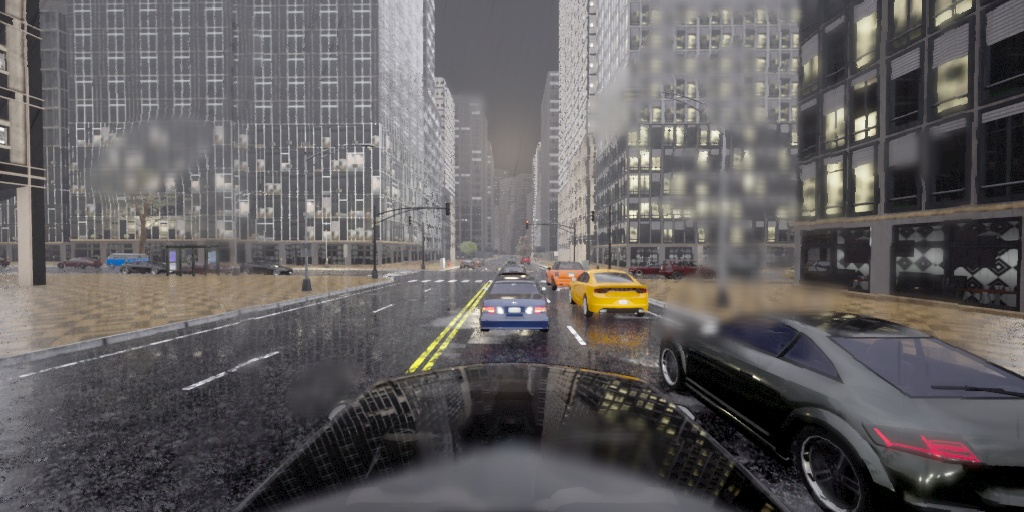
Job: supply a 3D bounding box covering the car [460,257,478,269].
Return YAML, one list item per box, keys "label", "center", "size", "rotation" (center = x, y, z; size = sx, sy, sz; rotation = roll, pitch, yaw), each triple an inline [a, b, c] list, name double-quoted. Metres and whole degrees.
- label: "car"
  center: [-6.679, 1.277, 54.328]
  size: [1.994, 1.385, 4.181]
  rotation: [0, 0, 0]

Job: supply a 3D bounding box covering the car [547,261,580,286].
- label: "car"
  center: [3.316, 1.091, 22.212]
  size: [2.097, 1.767, 4.553]
  rotation: [0, 0, 0]

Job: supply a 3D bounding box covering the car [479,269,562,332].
- label: "car"
  center: [0.086, 1.294, 10.802]
  size: [2.033, 1.411, 5.357]
  rotation: [0, 0, 1]

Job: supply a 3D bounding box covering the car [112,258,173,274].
- label: "car"
  center: [-34.149, 1.068, 33.661]
  size: [4.313, 1.339, 1.948]
  rotation: [0, 0, 1]

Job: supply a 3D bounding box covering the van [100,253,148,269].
- label: "van"
  center: [-45.354, 0.604, 42.303]
  size: [3.998, 1.789, 1.690]
  rotation: [0, 0, 1]

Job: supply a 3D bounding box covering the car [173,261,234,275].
- label: "car"
  center: [-28.468, 1.137, 33.497]
  size: [4.207, 1.307, 1.802]
  rotation: [0, 0, 1]

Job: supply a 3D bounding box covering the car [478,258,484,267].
- label: "car"
  center: [-6.665, 1.053, 64.329]
  size: [2.097, 1.767, 4.553]
  rotation: [0, 0, 0]

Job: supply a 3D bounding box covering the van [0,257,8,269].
- label: "van"
  center: [-51.194, 0.686, 34.031]
  size: [3.998, 1.789, 1.690]
  rotation: [0, 0, 1]

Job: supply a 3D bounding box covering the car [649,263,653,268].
- label: "car"
  center: [15.018, 1.450, 38.737]
  size: [4.718, 1.301, 1.895]
  rotation: [1, 1, 2]

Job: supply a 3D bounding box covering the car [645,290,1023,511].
- label: "car"
  center: [3.341, 1.313, 4.122]
  size: [1.994, 1.385, 4.181]
  rotation: [0, 0, 0]

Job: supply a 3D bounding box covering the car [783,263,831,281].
- label: "car"
  center: [27.591, 1.577, 32.733]
  size: [4.829, 1.417, 1.751]
  rotation: [0, 0, 1]

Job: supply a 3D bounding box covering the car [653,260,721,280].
- label: "car"
  center: [16.142, 1.268, 32.911]
  size: [5.009, 1.841, 2.192]
  rotation: [0, 0, 1]

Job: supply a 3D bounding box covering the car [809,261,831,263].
- label: "car"
  center: [32.662, 1.356, 38.423]
  size: [4.553, 1.767, 2.097]
  rotation: [0, 1, 1]

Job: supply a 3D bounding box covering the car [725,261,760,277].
- label: "car"
  center: [23.914, 1.280, 38.565]
  size: [4.553, 1.767, 2.097]
  rotation: [1, 1, 1]

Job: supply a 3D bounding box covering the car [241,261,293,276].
- label: "car"
  center: [-22.784, 1.172, 33.374]
  size: [4.313, 1.339, 1.948]
  rotation: [0, 0, 1]

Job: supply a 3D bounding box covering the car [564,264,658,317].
- label: "car"
  center: [3.331, 1.222, 13.207]
  size: [1.882, 1.535, 5.008]
  rotation: [0, 0, 0]

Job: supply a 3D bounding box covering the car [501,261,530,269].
- label: "car"
  center: [0.070, 1.232, 20.554]
  size: [2.128, 1.511, 4.902]
  rotation: [0, 0, 0]
